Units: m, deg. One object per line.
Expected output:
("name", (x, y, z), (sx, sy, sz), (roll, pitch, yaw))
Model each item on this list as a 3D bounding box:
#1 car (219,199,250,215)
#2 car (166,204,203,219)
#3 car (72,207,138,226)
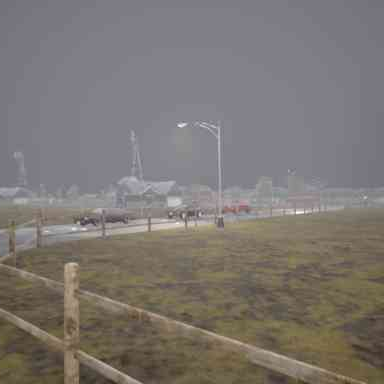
("car", (5.659, 1.918, 43.621), (2.150, 2.045, 5.566), (-2, -2, 36))
("car", (-0.680, 2.013, 34.755), (1.837, 1.490, 4.892), (-2, -2, 36))
("car", (-6.700, 1.884, 26.339), (2.033, 1.411, 5.357), (-2, -2, 36))
